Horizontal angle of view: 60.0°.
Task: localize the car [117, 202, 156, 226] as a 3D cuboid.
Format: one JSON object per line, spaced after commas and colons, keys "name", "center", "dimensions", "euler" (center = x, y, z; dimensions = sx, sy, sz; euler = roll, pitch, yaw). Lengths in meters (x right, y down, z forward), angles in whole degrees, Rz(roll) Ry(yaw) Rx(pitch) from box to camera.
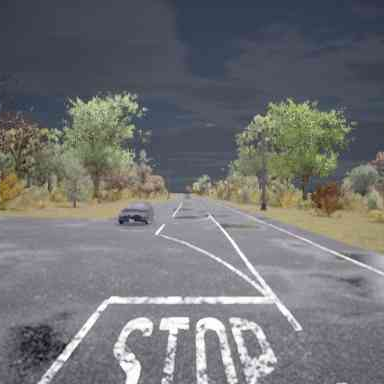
{"name": "car", "center": [-3.502, 1.342, 22.034], "dimensions": [2.033, 1.411, 5.357], "euler": [1, -1, 0]}
